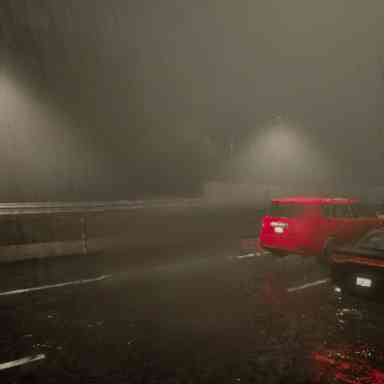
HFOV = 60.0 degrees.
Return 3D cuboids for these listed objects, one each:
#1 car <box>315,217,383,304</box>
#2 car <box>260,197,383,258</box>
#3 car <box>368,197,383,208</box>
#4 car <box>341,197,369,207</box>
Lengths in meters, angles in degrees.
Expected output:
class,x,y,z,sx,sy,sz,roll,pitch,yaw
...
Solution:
class,x,y,z,sx,sy,sz,roll,pitch,yaw
car,5.159,1.478,7.486,5.008,1.535,1.882,0,0,-35
car,4.805,1.222,11.514,5.566,2.045,2.150,0,0,-35
car,28.752,1.556,50.214,4.674,1.442,1.812,0,0,-35
car,25.653,1.533,52.305,4.892,1.490,1.837,0,0,-35
